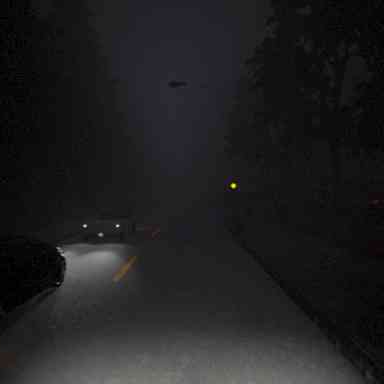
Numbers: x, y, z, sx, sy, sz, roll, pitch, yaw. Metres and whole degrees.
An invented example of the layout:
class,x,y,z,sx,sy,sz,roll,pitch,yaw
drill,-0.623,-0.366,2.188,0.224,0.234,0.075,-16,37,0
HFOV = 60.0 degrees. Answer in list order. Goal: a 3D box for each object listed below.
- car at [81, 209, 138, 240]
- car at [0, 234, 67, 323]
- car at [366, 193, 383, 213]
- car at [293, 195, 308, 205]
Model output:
class,x,y,z,sx,sy,sz,roll,pitch,yaw
car,-3.995,1.569,16.812,1.895,1.301,4.718,0,0,0
car,-4.079,1.551,6.460,1.994,1.385,4.181,0,0,1
car,20.002,1.165,32.429,5.566,2.045,2.150,0,0,0
car,15.800,1.211,49.616,1.994,1.381,4.181,0,0,0
